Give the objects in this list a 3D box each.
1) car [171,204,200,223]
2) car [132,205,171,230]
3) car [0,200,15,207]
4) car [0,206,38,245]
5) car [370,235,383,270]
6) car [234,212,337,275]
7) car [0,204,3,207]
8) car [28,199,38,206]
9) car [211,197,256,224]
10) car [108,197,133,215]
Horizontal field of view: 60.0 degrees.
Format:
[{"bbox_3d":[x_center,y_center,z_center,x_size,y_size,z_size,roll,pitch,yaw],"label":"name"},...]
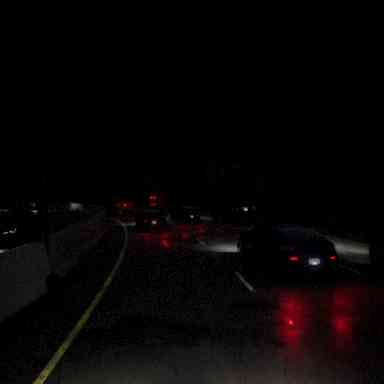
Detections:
[{"bbox_3d":[-0.658,1.747,28.142,1.812,1.442,4.674,0,-1,-16],"label":"car"},{"bbox_3d":[-2.868,1.711,22.809,1.812,1.442,4.674,0,0,-13],"label":"car"},{"bbox_3d":[-31.258,2.179,56.284,2.128,1.511,4.902,0,-1,-39],"label":"car"},{"bbox_3d":[-8.771,1.655,16.186,1.837,1.490,4.892,0,-1,-11],"label":"car"},{"bbox_3d":[6.564,1.536,8.399,2.128,1.511,4.902,0,0,-5],"label":"car"},{"bbox_3d":[2.848,1.596,10.667,1.812,1.442,4.674,0,0,-6],"label":"car"},{"bbox_3d":[-12.912,1.680,18.942,2.128,1.511,4.902,0,-1,-13],"label":"car"},{"bbox_3d":[-25.030,1.958,53.853,2.097,1.767,4.553,0,-1,-36],"label":"car"},{"bbox_3d":[3.290,1.420,27.141,2.150,2.045,5.566,0,-1,-15],"label":"car"},{"bbox_3d":[-8.582,1.582,39.679,2.150,2.045,5.566,0,-1,-24],"label":"car"}]
